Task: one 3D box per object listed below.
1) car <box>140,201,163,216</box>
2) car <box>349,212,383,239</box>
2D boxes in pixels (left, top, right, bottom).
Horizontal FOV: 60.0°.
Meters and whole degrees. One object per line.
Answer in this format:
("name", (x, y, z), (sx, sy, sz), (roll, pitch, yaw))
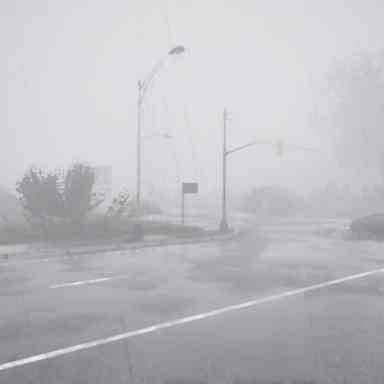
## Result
("car", (-4.999, 1.750, 35.875), (1.837, 1.490, 4.892), (1, 0, -39))
("car", (10.394, 1.746, 16.698), (1.812, 1.442, 4.674), (1, -1, -39))
